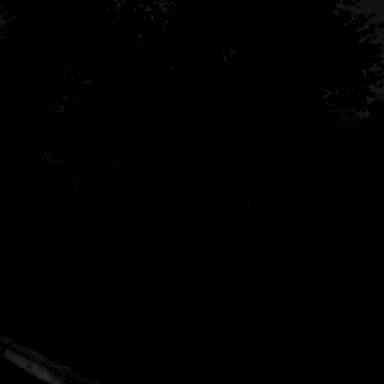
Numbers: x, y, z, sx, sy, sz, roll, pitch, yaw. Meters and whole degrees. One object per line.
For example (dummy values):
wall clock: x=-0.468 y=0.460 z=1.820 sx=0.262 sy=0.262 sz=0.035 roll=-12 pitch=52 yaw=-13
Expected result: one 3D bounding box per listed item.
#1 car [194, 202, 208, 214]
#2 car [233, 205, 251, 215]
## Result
car: x=2.889 y=2.591 z=48.699 sx=2.163 sy=1.488 sz=4.792 roll=-1 pitch=0 yaw=35
car: x=7.410 y=2.534 z=45.476 sx=2.163 sy=1.488 sz=4.792 roll=-1 pitch=0 yaw=35
